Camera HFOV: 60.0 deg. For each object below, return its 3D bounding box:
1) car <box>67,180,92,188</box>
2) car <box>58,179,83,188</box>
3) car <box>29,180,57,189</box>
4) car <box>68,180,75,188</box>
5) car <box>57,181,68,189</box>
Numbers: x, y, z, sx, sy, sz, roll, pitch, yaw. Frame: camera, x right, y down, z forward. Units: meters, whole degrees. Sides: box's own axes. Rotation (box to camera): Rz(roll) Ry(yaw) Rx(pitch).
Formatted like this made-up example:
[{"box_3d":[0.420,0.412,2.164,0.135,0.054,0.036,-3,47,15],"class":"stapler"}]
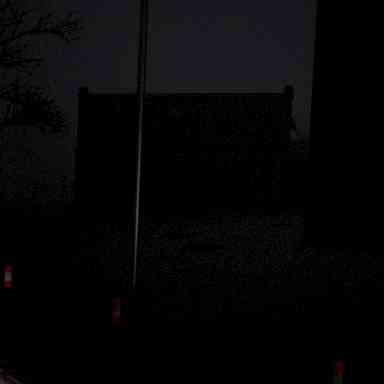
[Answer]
[{"box_3d":[-24.826,-1.714,73.237,4.892,1.521,2.231,3,3,20],"class":"car"},{"box_3d":[-25.740,-1.765,70.628,4.553,1.767,2.185,3,3,20],"class":"car"},{"box_3d":[-28.602,-1.555,62.866,4.553,1.767,2.185,3,3,20],"class":"car"},{"box_3d":[-26.728,-1.530,68.059,4.674,1.452,2.002,3,3,20],"class":"car"},{"box_3d":[-27.687,-1.499,65.475,5.008,1.535,2.097,3,3,20],"class":"car"}]
